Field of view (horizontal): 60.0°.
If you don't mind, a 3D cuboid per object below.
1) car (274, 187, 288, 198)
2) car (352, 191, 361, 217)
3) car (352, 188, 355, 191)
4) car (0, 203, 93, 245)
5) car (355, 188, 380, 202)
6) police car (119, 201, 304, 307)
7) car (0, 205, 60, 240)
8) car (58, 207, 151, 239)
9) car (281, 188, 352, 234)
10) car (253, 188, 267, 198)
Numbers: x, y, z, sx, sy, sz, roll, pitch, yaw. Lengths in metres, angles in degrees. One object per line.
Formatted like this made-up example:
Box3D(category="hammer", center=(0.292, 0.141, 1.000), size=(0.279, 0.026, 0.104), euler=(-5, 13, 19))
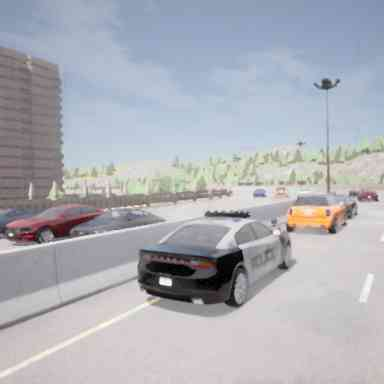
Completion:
Box3D(category="car", center=(13.990, -0.014, 52.020), size=(2.097, 1.767, 4.553), euler=(-1, 1, 18))
Box3D(category="car", center=(9.414, 0.875, 21.311), size=(1.812, 1.442, 4.674), euler=(-1, 1, 32))
Box3D(category="car", center=(24.018, 0.057, 48.114), size=(1.895, 1.301, 4.718), euler=(-1, 1, 16))
Box3D(category="car", center=(-5.779, 1.330, 15.154), size=(1.882, 1.535, 5.008), euler=(-1, 1, 32))
Box3D(category="car", center=(19.888, 0.291, 37.627), size=(1.812, 1.442, 4.674), euler=(-1, 1, 24))
Box3D(category="police car", center=(0.924, 1.251, 7.884), size=(1.930, 1.638, 5.238), euler=(-1, 1, 32))
Box3D(category="car", center=(-9.044, 1.472, 16.541), size=(1.994, 1.385, 4.181), euler=(-1, 1, 32))
Box3D(category="car", center=(-2.804, 1.378, 13.312), size=(1.994, 1.385, 4.181), euler=(-1, 1, 32))
Box3D(category="car", center=(6.188, 0.881, 16.214), size=(2.097, 1.767, 4.553), euler=(-1, 1, 32))
Box3D(category="car", center=(11.202, 0.130, 54.701), size=(1.882, 1.535, 5.008), euler=(-1, 1, 17))
